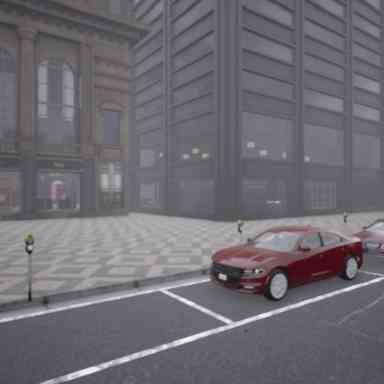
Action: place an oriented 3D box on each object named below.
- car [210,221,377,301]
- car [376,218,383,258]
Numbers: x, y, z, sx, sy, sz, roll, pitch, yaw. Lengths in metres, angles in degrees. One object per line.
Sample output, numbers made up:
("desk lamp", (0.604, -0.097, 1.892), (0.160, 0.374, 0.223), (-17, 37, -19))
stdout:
("car", (2.477, 1.537, 8.297), (4.507, 1.381, 1.887), (0, 0, -35))
("car", (7.069, 1.568, 11.571), (4.206, 1.307, 1.802), (0, 0, -35))
